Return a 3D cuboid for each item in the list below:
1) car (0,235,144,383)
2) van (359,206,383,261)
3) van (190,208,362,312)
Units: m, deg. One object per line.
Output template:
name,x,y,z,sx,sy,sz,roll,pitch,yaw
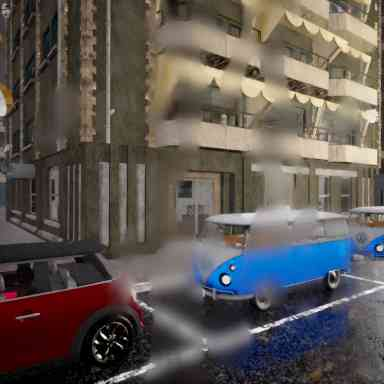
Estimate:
car,-2.765,1.440,4.121,4.097,1.590,1.967,0,0,-36
van,6.485,1.346,10.750,3.998,1.788,1.690,0,0,-36
van,1.860,1.343,7.435,3.998,1.788,1.690,0,0,-36
